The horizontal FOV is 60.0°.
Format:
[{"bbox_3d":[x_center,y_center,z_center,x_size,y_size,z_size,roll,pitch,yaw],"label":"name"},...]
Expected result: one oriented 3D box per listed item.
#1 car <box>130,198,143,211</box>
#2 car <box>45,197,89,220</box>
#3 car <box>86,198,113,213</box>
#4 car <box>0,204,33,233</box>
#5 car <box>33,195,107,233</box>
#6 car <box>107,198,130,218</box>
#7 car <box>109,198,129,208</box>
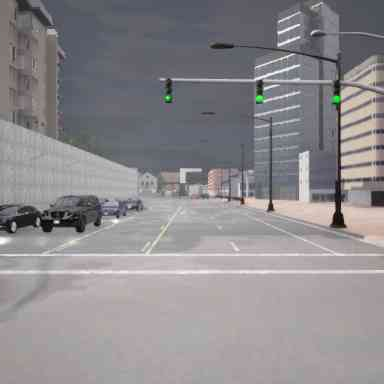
[{"bbox_3d":[-7.102,1.491,40.199,2.128,1.511,4.902,0,0,0],"label":"car"},{"bbox_3d":[-10.608,1.352,28.652,2.097,1.767,4.553,0,0,0],"label":"car"},{"bbox_3d":[-10.605,1.505,38.470,1.837,1.490,4.892,0,0,0],"label":"car"},{"bbox_3d":[-10.606,1.505,19.585,1.837,1.490,4.892,0,0,0],"label":"car"},{"bbox_3d":[-7.102,1.221,20.216,2.150,2.045,5.566,0,0,0],"label":"car"},{"bbox_3d":[-7.107,1.526,29.856,1.812,1.442,4.674,0,0,0],"label":"car"},{"bbox_3d":[-10.570,1.601,48.530,1.895,1.301,4.718,0,0,0],"label":"car"}]
